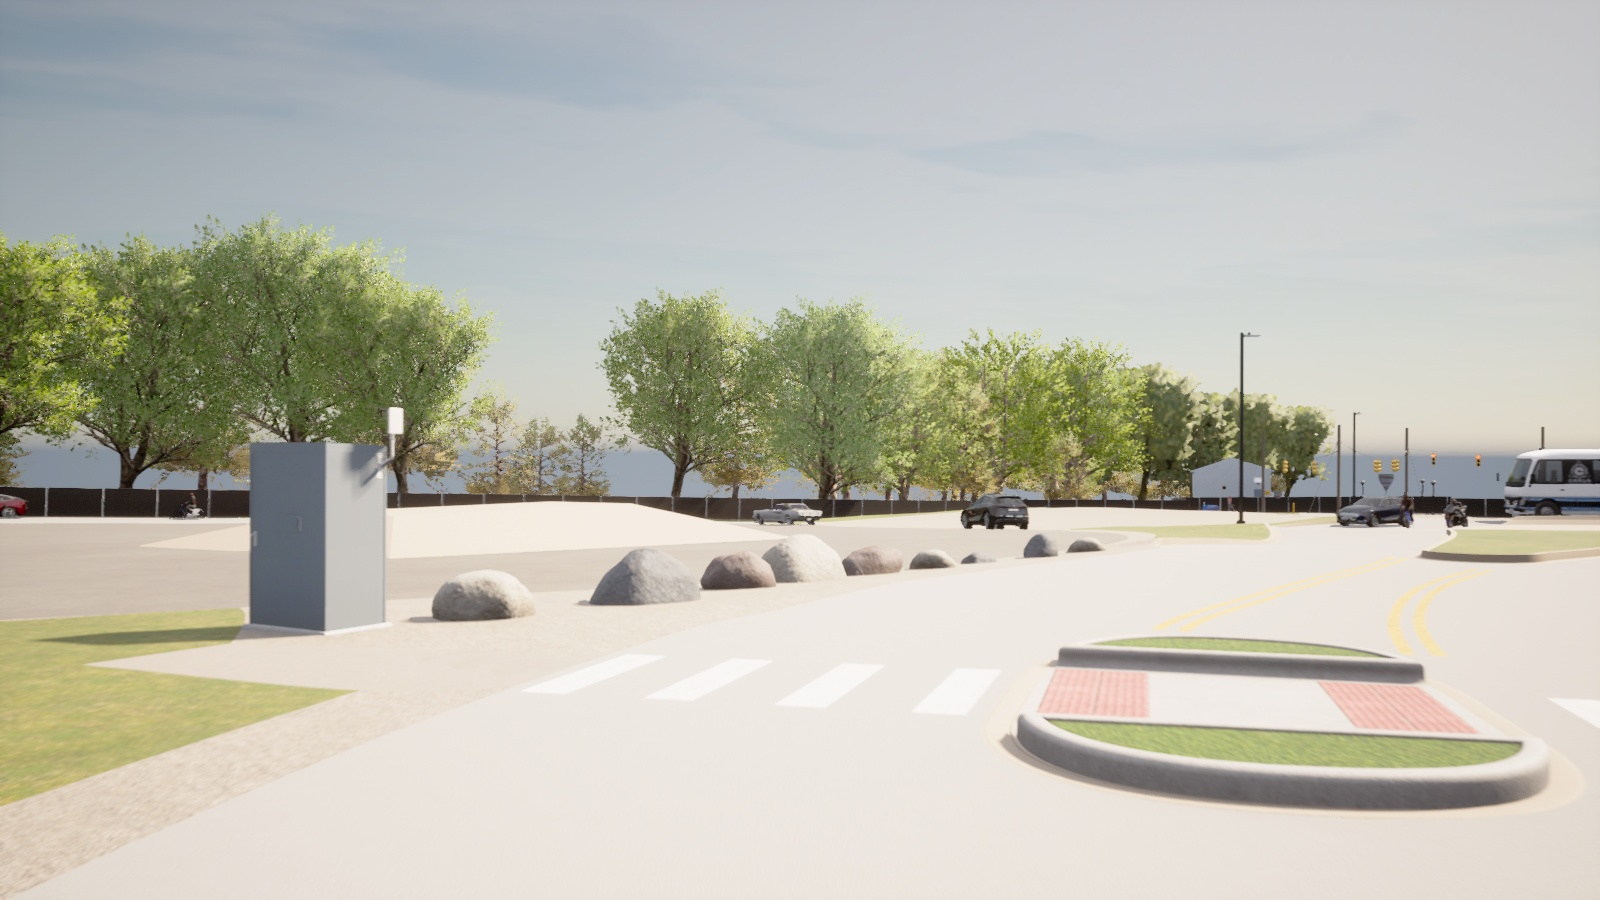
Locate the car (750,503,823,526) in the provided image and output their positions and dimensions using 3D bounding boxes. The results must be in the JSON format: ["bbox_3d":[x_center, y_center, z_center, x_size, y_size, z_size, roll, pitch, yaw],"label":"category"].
[{"bbox_3d":[-0.850,3.877,75.865,1.895,1.301,4.718,1,-3,-39],"label":"car"}]

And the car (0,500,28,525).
[{"bbox_3d":[-49.965,3.802,76.643,4.792,1.488,2.163,2,-1,-32],"label":"car"}]

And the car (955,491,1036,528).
[{"bbox_3d":[9.011,2.794,58.301,2.033,1.649,4.856,1,-3,-13],"label":"car"}]

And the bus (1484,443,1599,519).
[{"bbox_3d":[45.677,1.724,72.292,10.273,4.253,3.944,-1,0,12],"label":"bus"}]

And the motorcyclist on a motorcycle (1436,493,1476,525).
[{"bbox_3d":[33.143,2.988,63.434,2.191,1.530,0.866,0,-5,-38],"label":"motorcyclist on a motorcycle"}]

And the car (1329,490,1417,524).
[{"bbox_3d":[30.869,3.044,67.585,4.856,1.649,2.033,0,0,-34],"label":"car"}]
